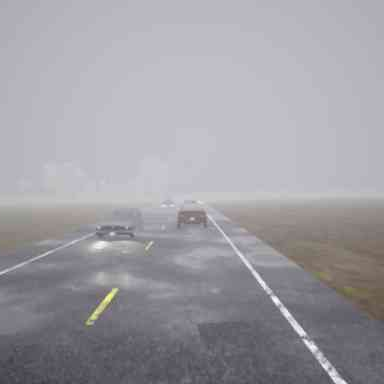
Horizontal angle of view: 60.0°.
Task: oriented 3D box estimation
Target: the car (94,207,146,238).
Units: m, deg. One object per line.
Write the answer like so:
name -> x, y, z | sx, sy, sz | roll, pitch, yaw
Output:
car -> -3.663, 1.545, 17.934 | 2.033, 1.411, 5.357 | 0, 0, 0

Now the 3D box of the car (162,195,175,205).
car -> -4.169, 1.373, 59.116 | 2.097, 1.767, 4.553 | 0, 0, -1

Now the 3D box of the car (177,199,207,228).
car -> 0.002, 1.475, 22.458 | 1.882, 1.535, 5.008 | 0, 0, 0
